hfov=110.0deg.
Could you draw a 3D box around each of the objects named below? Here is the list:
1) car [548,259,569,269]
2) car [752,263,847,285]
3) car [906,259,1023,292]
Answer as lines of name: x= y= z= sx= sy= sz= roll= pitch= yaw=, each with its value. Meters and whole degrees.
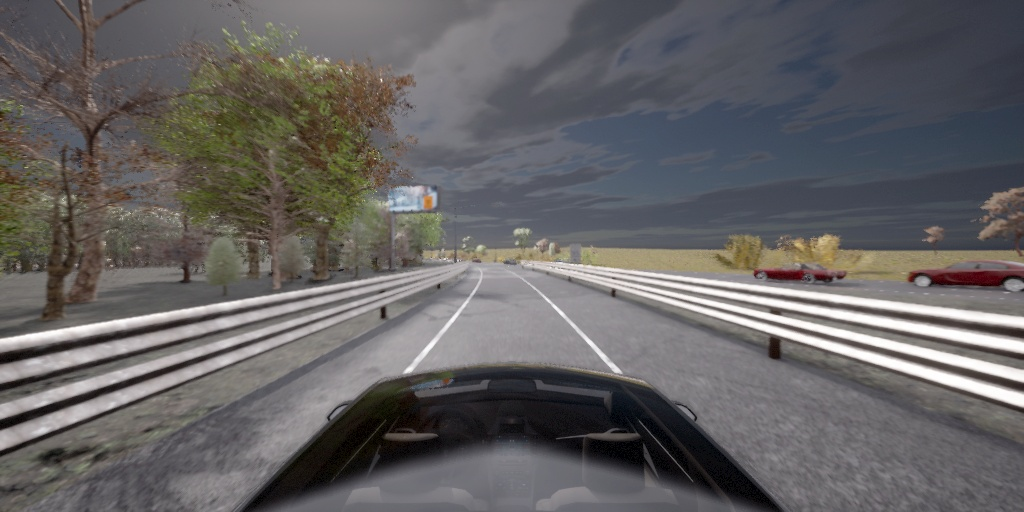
car: x=7.107 y=1.213 z=56.372 sx=2.033 sy=1.411 sz=5.357 roll=-1 pitch=0 yaw=-19
car: x=18.376 y=1.092 z=23.300 sx=1.895 sy=1.301 sz=4.718 roll=-1 pitch=0 yaw=-19
car: x=23.766 y=0.937 z=18.326 sx=1.882 sy=1.535 sz=5.008 roll=-1 pitch=0 yaw=-19
